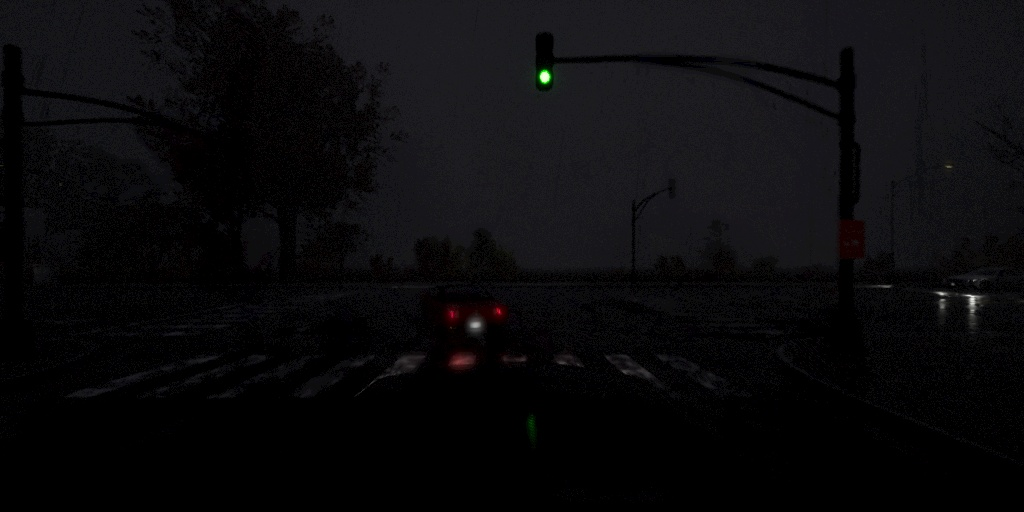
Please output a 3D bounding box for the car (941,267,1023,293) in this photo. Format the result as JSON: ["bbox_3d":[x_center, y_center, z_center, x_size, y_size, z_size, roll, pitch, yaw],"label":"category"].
[{"bbox_3d":[28.683,1.399,21.404,4.674,1.442,1.812,0,0,1],"label":"car"}]

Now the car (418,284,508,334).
[{"bbox_3d":[-1.811,1.544,11.644,1.895,1.301,4.718,0,0,-22],"label":"car"}]
